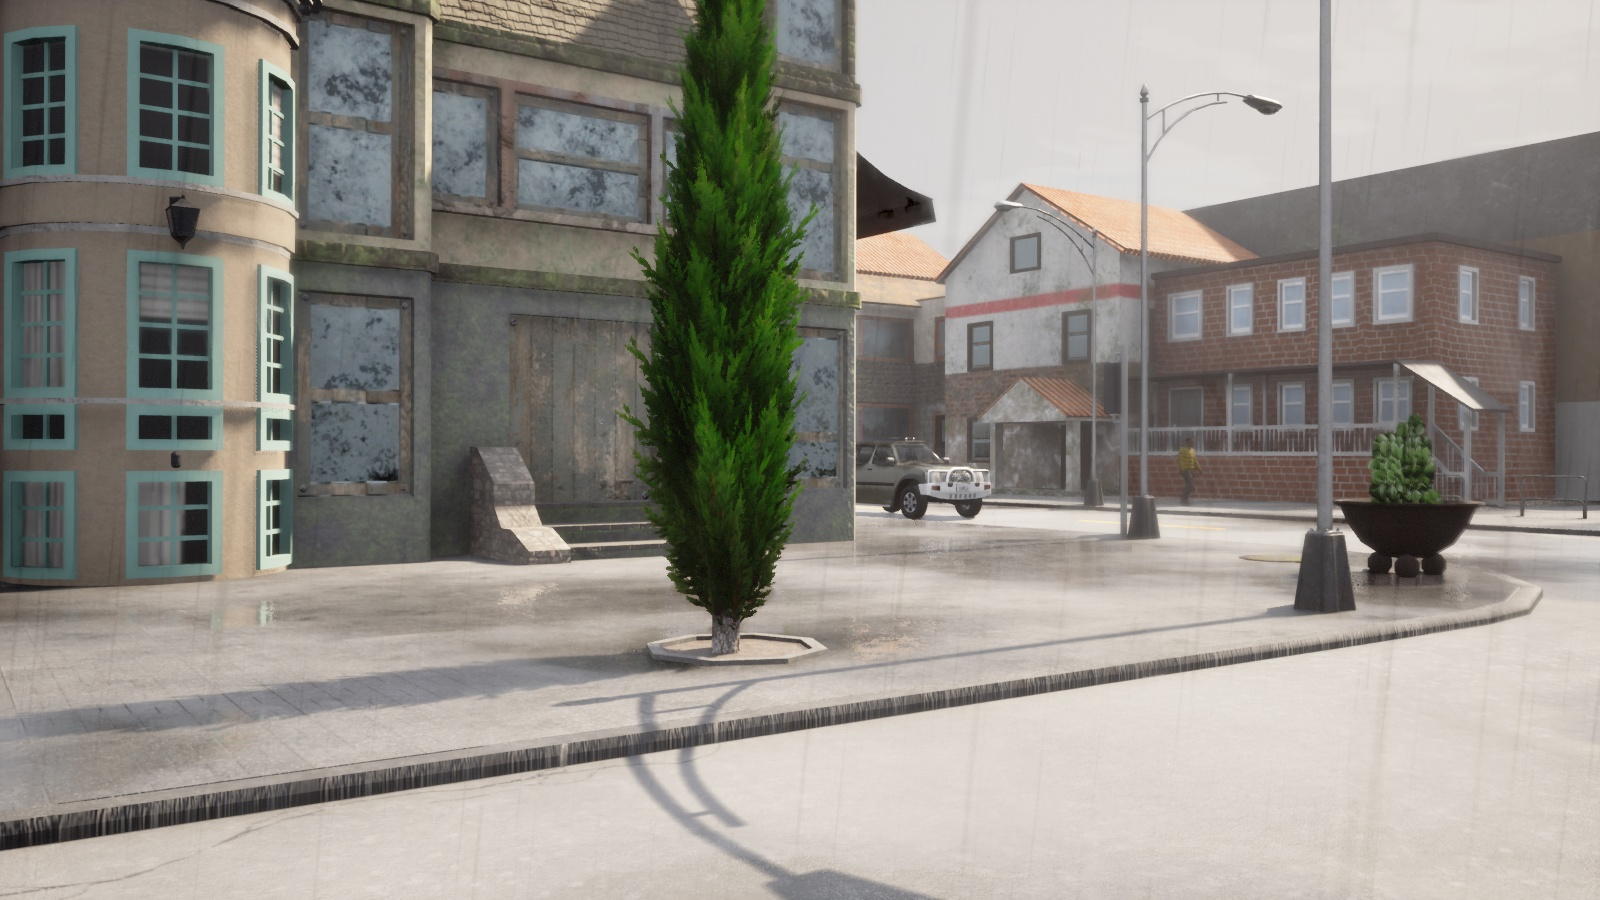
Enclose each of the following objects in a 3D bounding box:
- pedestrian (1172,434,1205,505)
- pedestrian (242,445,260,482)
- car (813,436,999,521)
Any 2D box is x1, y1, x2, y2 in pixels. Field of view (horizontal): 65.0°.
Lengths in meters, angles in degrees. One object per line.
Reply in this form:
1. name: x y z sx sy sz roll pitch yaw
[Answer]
1. pedestrian: 10.237 0.514 33.082 0.431 1.840 0.709 0 0 -36
2. pedestrian: -27.455 0.666 62.750 0.634 1.844 0.899 0 0 -37
3. car: 2.406 0.629 29.817 1.932 1.855 4.605 0 0 -34
